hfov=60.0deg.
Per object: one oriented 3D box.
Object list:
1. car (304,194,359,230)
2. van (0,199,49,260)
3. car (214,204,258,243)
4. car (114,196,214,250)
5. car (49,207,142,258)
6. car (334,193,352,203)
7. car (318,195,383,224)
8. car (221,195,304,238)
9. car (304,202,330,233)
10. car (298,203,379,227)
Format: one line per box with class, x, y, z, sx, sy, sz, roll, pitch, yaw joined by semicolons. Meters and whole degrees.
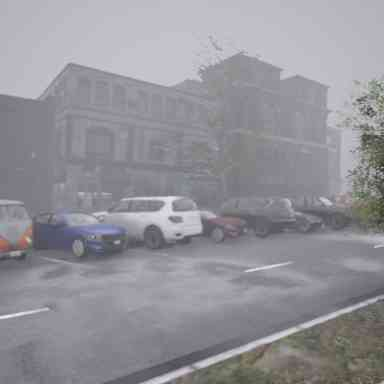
car;7.696;1.238;21.405;5.566;2.045;2.435;-1;-1;35
van;-6.937;1.235;10.914;4.442;1.987;1.878;-1;-1;35
car;0.318;1.476;16.197;5.008;1.535;2.097;-1;-1;35
car;-2.158;1.221;14.470;5.566;2.045;2.435;-1;-1;35
car;-4.583;1.467;12.718;5.008;1.535;2.097;-1;-1;35
car;28.480;1.091;62.566;2.185;1.767;4.553;0;-1;35
car;12.602;1.248;24.884;5.566;2.045;2.435;-1;-1;35
car;2.742;1.230;17.948;5.566;2.045;2.435;-1;-1;35
car;5.246;1.515;19.659;4.792;1.488;2.163;-1;-1;35
car;10.149;1.524;23.139;4.792;1.488;2.163;-1;-1;35
